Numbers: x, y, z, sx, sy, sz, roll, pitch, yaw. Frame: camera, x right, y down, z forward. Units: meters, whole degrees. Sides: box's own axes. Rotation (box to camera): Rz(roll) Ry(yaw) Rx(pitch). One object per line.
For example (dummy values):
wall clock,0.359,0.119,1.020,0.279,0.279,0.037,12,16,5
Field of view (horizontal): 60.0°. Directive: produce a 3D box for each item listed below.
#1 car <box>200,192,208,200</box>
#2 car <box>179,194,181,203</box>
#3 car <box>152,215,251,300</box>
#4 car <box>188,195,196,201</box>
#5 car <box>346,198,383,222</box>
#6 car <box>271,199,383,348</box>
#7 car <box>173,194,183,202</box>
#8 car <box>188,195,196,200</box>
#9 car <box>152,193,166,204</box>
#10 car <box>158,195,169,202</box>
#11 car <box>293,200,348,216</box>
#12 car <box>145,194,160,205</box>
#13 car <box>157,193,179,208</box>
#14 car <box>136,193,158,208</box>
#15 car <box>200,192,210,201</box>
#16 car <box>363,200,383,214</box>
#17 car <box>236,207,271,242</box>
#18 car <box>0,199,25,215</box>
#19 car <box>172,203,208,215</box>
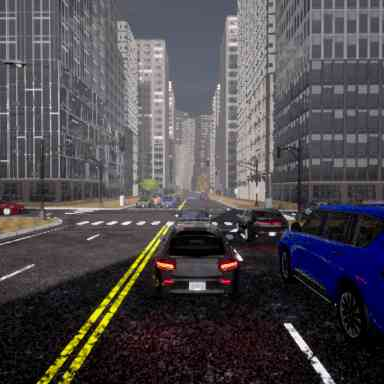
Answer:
car,3.188,0.967,89.619,2.150,2.045,5.566,0,0,0
car,-3.374,1.503,57.355,2.033,1.411,5.357,0,0,0
car,0.093,1.522,8.270,1.812,1.442,4.674,0,0,0
car,-0.056,1.464,80.807,2.033,1.411,5.357,0,0,0
car,16.181,1.519,28.391,5.009,1.841,2.192,1,0,1
car,3.349,1.218,6.413,2.150,2.045,5.566,0,0,0
car,-3.304,1.284,77.379,2.097,1.767,4.553,0,0,0
car,-0.063,1.461,90.703,1.994,1.385,4.181,0,0,0
car,-6.577,1.166,66.002,2.150,2.045,5.566,0,0,1
car,-6.554,1.470,76.482,2.033,1.411,5.357,0,0,0
car,13.107,1.591,34.173,4.892,1.490,1.837,1,1,0
car,-6.624,1.309,56.473,2.097,1.767,4.553,0,0,0
car,-3.378,1.318,47.883,2.097,1.767,4.553,0,0,0
car,-6.660,1.318,47.835,2.097,1.767,4.553,0,0,1
car,3.196,1.443,79.589,1.812,1.442,4.674,0,0,0
car,21.784,1.643,36.682,4.829,1.417,1.752,1,0,1
car,3.339,1.496,16.273,1.837,1.490,4.892,0,0,0
car,-18.539,1.330,31.516,5.008,1.535,1.882,1,1,1
car,0.089,1.538,17.544,2.033,1.411,5.357,0,0,0
